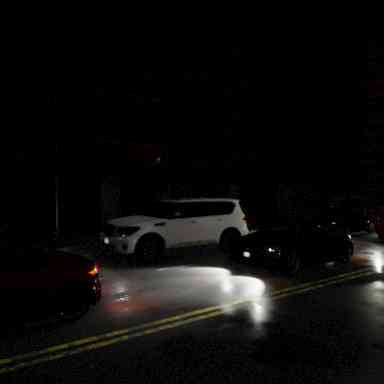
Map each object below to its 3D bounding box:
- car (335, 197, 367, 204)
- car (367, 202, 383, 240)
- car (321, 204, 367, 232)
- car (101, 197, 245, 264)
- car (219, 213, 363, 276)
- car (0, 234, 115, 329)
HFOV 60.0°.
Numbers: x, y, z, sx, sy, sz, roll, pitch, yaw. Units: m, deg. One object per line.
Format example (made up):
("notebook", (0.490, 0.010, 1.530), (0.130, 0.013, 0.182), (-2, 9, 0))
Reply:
("car", (23.450, 1.525, 49.059), (1.812, 1.442, 4.674), (0, 0, -34))
("car", (11.006, 1.221, 15.823), (5.566, 2.045, 2.150), (0, 0, -34))
("car", (8.116, 1.563, 18.084), (4.181, 1.385, 1.994), (0, 0, -35))
("car", (-0.448, 1.225, 12.184), (5.566, 2.045, 2.150), (1, 0, -35))
("car", (3.171, 1.564, 10.419), (4.181, 1.385, 1.994), (0, 0, -34))
("car", (-3.729, 1.564, 5.641), (4.181, 1.385, 1.994), (0, 0, -37))
